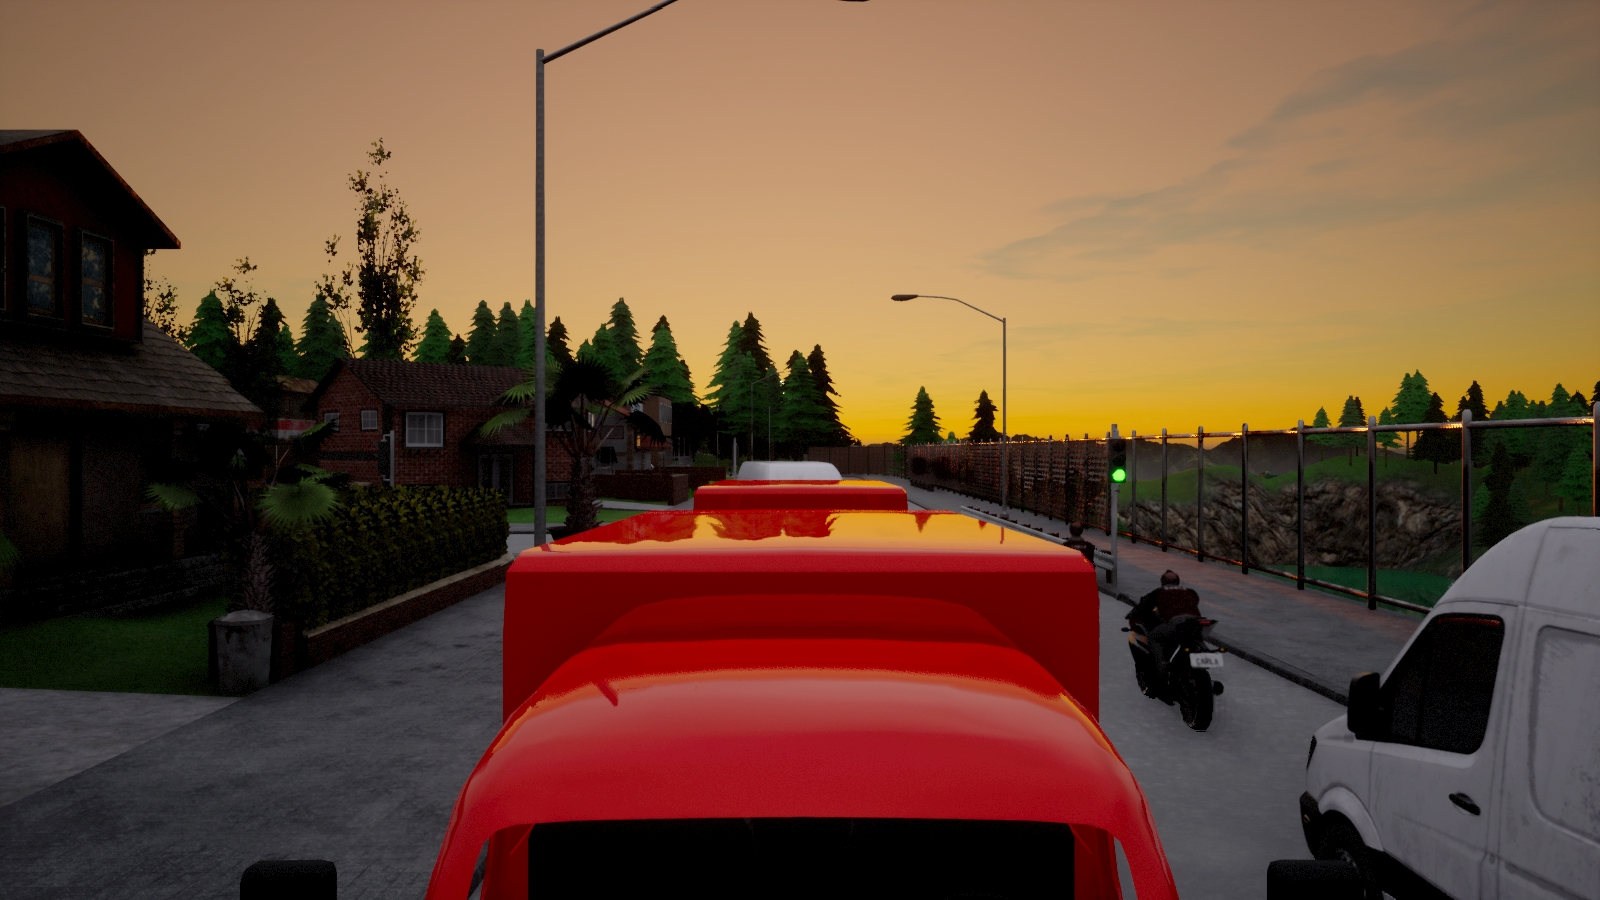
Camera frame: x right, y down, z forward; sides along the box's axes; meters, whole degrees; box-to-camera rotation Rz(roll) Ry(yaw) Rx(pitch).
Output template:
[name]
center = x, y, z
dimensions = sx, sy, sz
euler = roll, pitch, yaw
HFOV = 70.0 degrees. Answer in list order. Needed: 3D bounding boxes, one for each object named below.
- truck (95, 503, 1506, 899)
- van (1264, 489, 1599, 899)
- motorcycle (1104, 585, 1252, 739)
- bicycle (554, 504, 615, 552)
[truck]
center = -0.001, 1.570, 4.728
dimensions = 2.627, 2.467, 5.204
euler = 0, 0, 0
[van]
center = 3.998, 1.537, 4.433
dimensions = 1.988, 2.561, 5.915
euler = 0, 0, 0
[motorcycle]
center = 4.000, 2.210, 12.316
dimensions = 0.867, 1.251, 2.209
euler = 0, 0, 0
[bicycle]
center = -6.027, 2.170, 32.019
dimensions = 1.487, 1.276, 0.859
euler = 0, 0, 8
